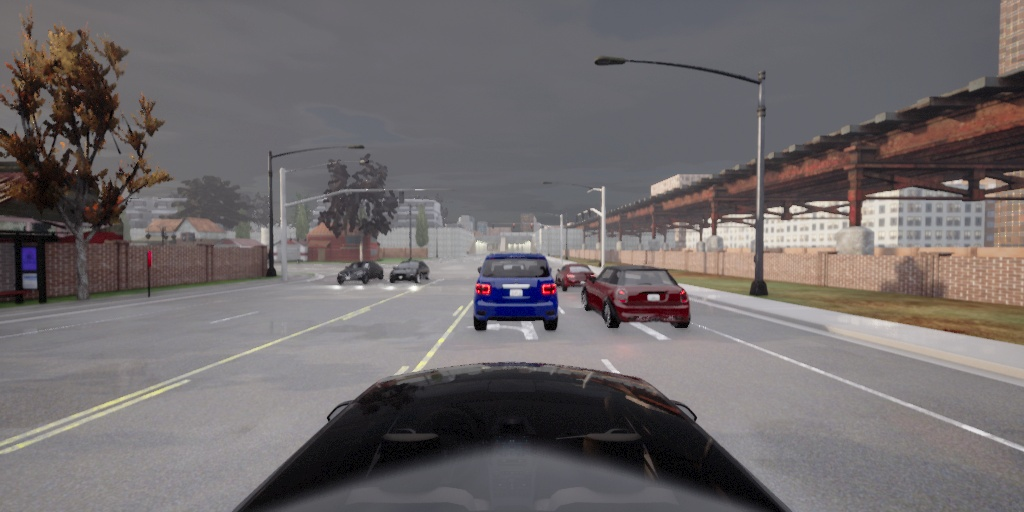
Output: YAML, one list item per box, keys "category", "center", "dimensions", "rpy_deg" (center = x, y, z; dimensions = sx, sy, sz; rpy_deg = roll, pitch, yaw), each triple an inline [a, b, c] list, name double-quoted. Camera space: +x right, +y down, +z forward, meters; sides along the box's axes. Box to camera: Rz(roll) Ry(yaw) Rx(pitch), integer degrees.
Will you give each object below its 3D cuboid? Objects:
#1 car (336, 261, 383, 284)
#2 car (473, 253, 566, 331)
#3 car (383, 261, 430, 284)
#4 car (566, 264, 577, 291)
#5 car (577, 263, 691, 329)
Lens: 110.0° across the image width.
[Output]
- category: "car"
  center: [-10.530, 1.112, 25.302]
  dimensions: [1.812, 1.442, 4.674]
  rpy_deg: [0, 1, 0]
- category: "car"
  center: [0.089, 0.926, 10.991]
  dimensions: [2.150, 2.045, 5.566]
  rpy_deg: [0, 0, 0]
- category: "car"
  center: [-7.034, 1.090, 25.056]
  dimensions: [1.837, 1.490, 4.892]
  rpy_deg: [0, 0, 0]
- category: "car"
  center: [3.578, 1.152, 20.242]
  dimensions: [1.812, 1.442, 4.674]
  rpy_deg: [0, 1, 0]
- category: "car"
  center: [3.589, 1.055, 11.203]
  dimensions: [2.097, 1.767, 4.553]
  rpy_deg: [0, 0, 0]
